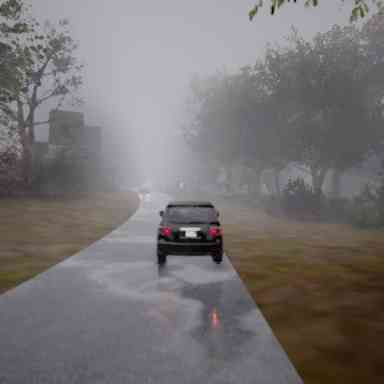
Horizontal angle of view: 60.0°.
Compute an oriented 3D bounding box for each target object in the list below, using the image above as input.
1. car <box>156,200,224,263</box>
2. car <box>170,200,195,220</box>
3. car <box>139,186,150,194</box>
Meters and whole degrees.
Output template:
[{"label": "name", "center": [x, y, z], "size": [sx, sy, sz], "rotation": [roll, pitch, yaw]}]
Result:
[{"label": "car", "center": [-0.097, 1.316, 12.566], "size": [2.150, 2.045, 5.566], "rotation": [1, 1, -1]}, {"label": "car", "center": [-0.894, 1.466, 28.245], "size": [1.895, 1.301, 4.718], "rotation": [0, 2, -4]}, {"label": "car", "center": [-9.262, -0.386, 64.488], "size": [1.837, 1.490, 4.892], "rotation": [2, 2, -12]}]
